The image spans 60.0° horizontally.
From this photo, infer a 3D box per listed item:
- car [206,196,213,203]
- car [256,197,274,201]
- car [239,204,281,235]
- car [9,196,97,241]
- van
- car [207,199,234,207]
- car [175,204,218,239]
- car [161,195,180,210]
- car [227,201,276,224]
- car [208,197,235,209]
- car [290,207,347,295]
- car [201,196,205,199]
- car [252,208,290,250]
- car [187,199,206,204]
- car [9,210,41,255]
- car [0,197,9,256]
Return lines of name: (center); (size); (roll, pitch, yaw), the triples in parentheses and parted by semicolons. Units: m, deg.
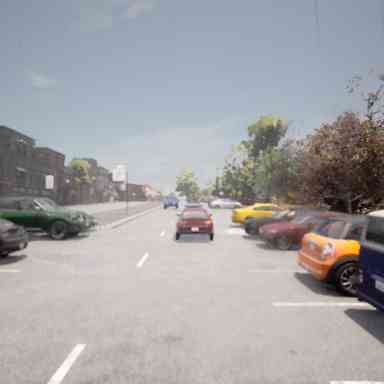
car: (5.154, 1.816, 53.683); (5.008, 1.535, 2.097); (0, -1, 0)
car: (15.945, 1.769, 72.904); (4.902, 1.511, 2.128); (-1, -3, -1)
car: (5.099, 1.500, 16.482); (5.008, 1.535, 2.097); (0, 0, 0)
car: (-7.957, 1.249, 16.505); (5.566, 2.045, 2.435); (0, 0, 0)
van: (5.201, 1.252, 5.346); (4.442, 1.987, 1.878); (0, 0, 0)
car: (5.154, 1.916, 60.232); (4.674, 1.452, 2.002); (0, -1, 0)
car: (0.107, 1.552, 17.293); (1.812, 1.442, 4.674); (0, -1, -1)
car: (-3.171, 1.522, 49.826); (2.150, 2.045, 5.566); (0, 0, -3)
car: (5.096, 1.531, 22.050); (5.008, 1.535, 2.097); (0, 0, 0)
car: (5.141, 1.827, 50.534); (4.674, 1.452, 2.002); (0, -1, 0)
car: (5.055, 1.354, 8.127); (4.553, 1.767, 2.185); (0, 0, 0)
car: (5.223, 1.974, 84.568); (4.553, 1.767, 2.185); (0, -1, 0)
car: (5.093, 1.531, 13.695); (4.674, 1.452, 2.002); (0, 0, 0)
car: (0.132, 1.665, 32.224); (1.812, 1.442, 4.674); (0, -1, 0)
car: (-7.985, 1.483, 10.899); (4.892, 1.521, 2.231); (0, 0, 0)
car: (-7.965, 1.228, 8.094); (5.566, 2.045, 2.435); (0, 0, 0)
